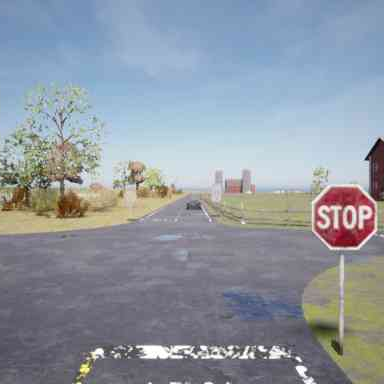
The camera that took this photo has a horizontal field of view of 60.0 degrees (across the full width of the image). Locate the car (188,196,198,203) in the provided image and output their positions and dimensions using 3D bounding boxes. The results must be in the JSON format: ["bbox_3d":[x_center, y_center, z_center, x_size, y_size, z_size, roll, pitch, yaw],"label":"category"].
[{"bbox_3d":[0.234,1.530,71.070,2.033,1.411,5.357,0,0,0],"label":"car"}]

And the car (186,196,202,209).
[{"bbox_3d":[0.250,1.485,45.653,2.128,1.511,4.902,0,0,0],"label":"car"}]
